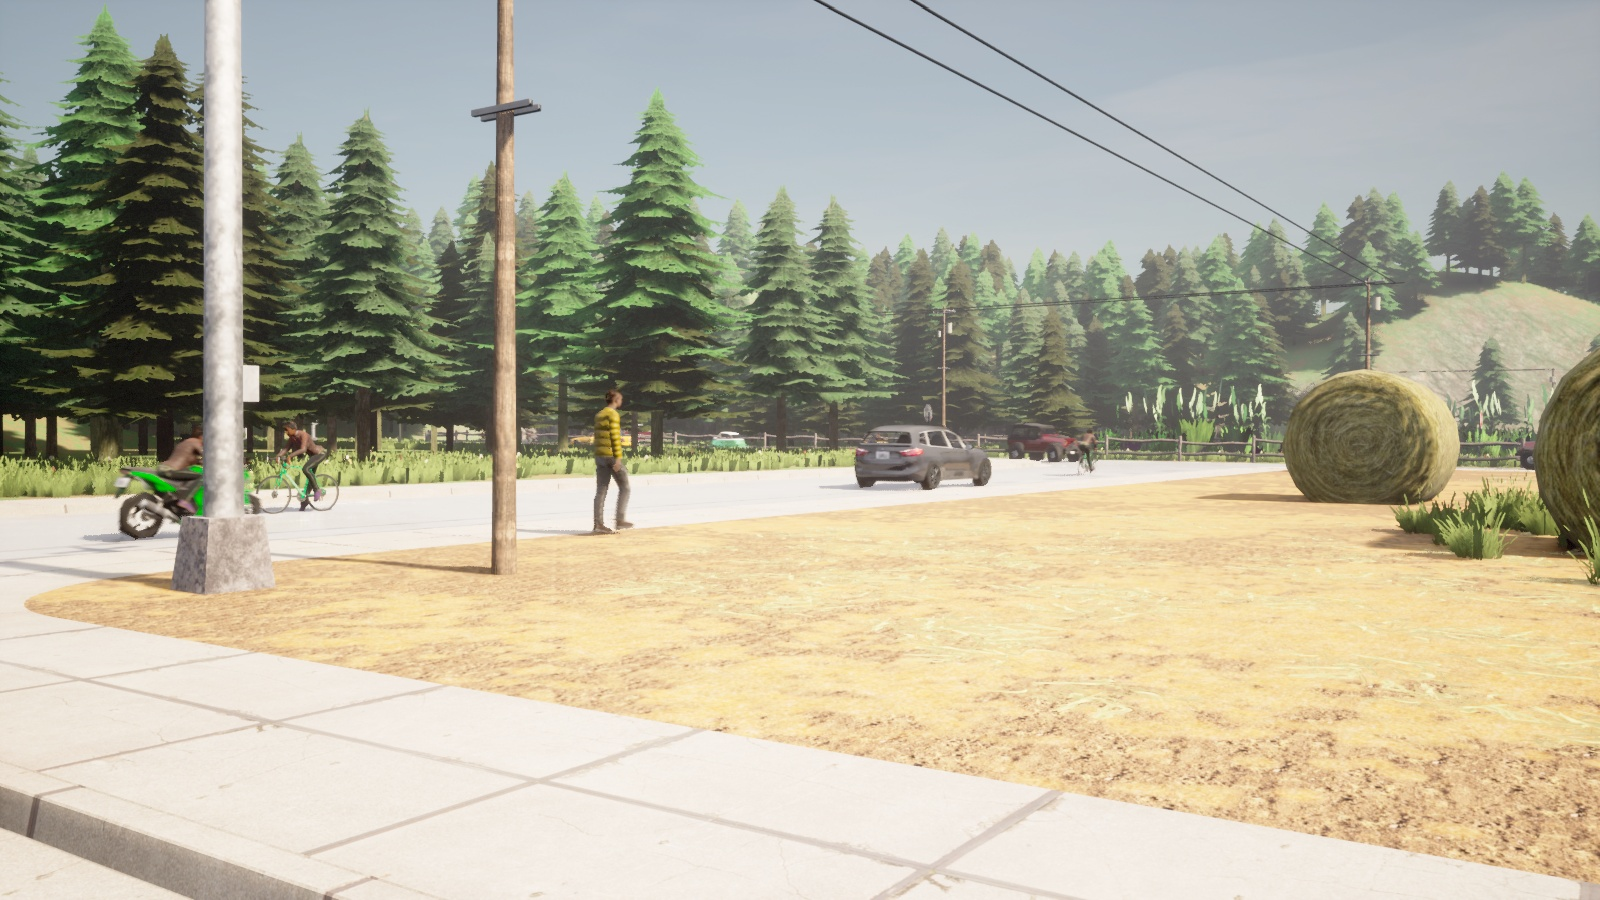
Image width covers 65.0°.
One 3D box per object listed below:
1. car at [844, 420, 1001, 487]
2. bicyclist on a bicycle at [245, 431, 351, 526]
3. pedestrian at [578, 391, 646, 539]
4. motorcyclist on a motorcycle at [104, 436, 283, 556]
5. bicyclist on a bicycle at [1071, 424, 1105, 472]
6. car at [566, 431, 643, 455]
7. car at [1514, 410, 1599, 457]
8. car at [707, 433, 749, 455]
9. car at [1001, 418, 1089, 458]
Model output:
[{"bbox_3d":[3.386,0.037,33.875,2.242,1.667,4.611,0,1,35],"label":"car"},{"bbox_3d":[-8.882,0.477,22.268,0.582,1.620,1.656,0,1,35],"label":"bicyclist on a bicycle"},{"bbox_3d":[-2.386,0.177,15.984,0.709,1.840,0.431,-2,1,-42],"label":"pedestrian"},{"bbox_3d":[-8.239,0.578,17.148,0.797,1.523,2.044,0,1,35],"label":"motorcyclist on a motorcycle"},{"bbox_3d":[9.960,-0.083,43.396,0.582,1.620,1.656,0,1,35],"label":"bicyclist on a bicycle"},{"bbox_3d":[-13.262,-0.484,84.989,5.366,1.575,1.801,0,1,36],"label":"car"},{"bbox_3d":[31.567,-0.664,51.411,3.866,1.878,1.905,0,1,37],"label":"car"},{"bbox_3d":[-4.516,-0.380,78.695,2.207,1.376,1.481,1,2,36],"label":"car"},{"bbox_3d":[11.917,-0.572,61.301,1.905,1.878,3.866,-1,1,-41],"label":"car"}]
